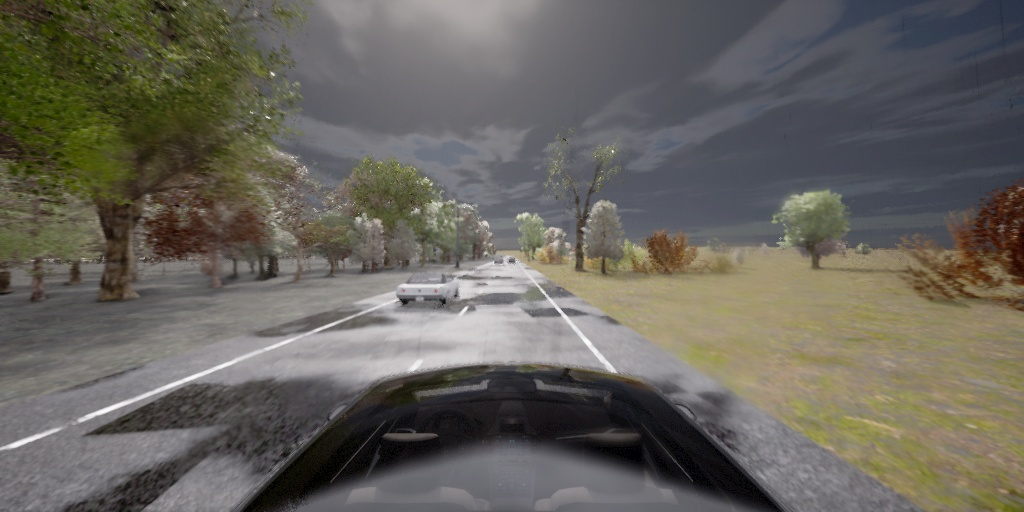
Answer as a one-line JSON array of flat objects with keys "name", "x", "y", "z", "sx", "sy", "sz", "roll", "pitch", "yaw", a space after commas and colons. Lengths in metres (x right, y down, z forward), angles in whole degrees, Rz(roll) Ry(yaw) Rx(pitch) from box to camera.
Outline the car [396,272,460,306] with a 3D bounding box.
[{"name": "car", "x": -3.503, "y": 1.357, "z": 15.899, "sx": 1.895, "sy": 1.301, "sz": 4.718, "roll": 0, "pitch": 0, "yaw": 0}]
